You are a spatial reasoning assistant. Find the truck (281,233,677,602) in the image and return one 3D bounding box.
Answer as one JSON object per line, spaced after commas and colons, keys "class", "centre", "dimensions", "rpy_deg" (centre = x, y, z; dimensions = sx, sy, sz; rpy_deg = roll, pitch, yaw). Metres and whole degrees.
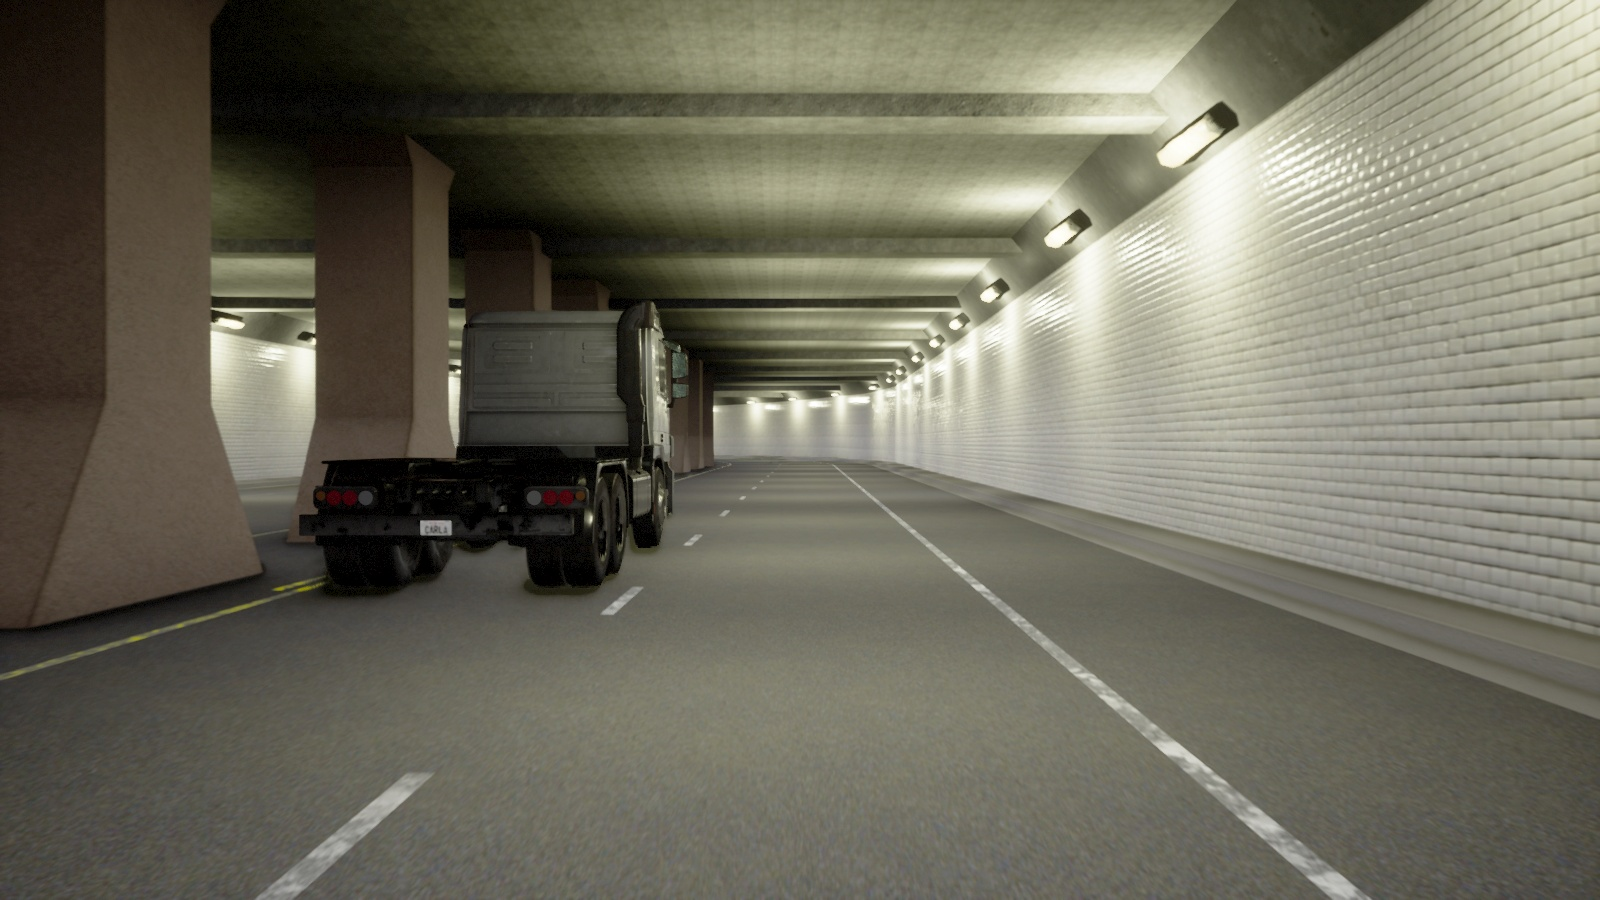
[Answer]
{"class": "truck", "centre": [-3.396, -0.327, 15.734], "dimensions": [2.891, 3.462, 7.936], "rpy_deg": [0, 0, 0]}
